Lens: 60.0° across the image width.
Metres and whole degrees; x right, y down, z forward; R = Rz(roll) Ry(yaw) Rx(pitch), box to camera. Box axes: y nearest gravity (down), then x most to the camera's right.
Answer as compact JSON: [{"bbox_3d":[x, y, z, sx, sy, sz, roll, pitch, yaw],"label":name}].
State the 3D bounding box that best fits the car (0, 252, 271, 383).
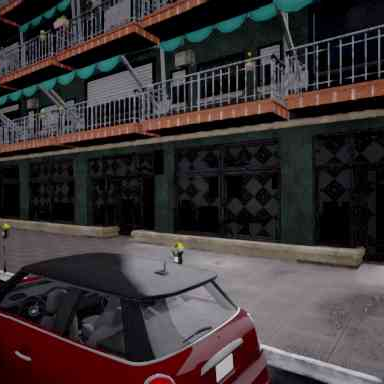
[{"bbox_3d":[-1.315,1.440,3.812,4.097,1.590,1.967,0,0,35],"label":"car"}]
